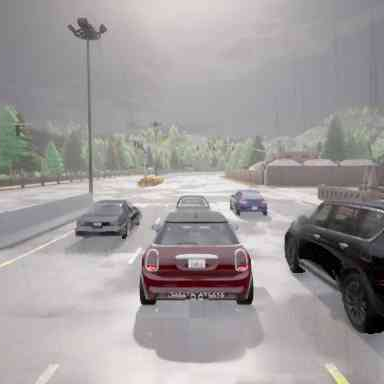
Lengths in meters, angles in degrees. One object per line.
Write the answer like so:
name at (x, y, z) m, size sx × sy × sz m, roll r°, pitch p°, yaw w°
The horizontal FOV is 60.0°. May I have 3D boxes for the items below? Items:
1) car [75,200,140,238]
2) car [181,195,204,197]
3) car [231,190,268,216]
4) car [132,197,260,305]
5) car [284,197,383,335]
car at (-3.453, 1.053, 14.586) m, size 2.033 × 1.411 × 5.357 m, roll 0°, pitch 4°, yaw 0°
car at (0.035, 0.866, 17.315) m, size 2.033 × 1.411 × 5.357 m, roll 0°, pitch 4°, yaw 0°
car at (3.516, 0.590, 21.049) m, size 1.812 × 1.442 × 4.674 m, roll 0°, pitch 4°, yaw 0°
car at (0.077, 1.195, 7.933) m, size 2.097 × 1.767 × 4.553 m, roll 0°, pitch 2°, yaw 0°
car at (3.588, 1.103, 6.686) m, size 2.150 × 2.045 × 5.566 m, roll 0°, pitch 2°, yaw 0°
